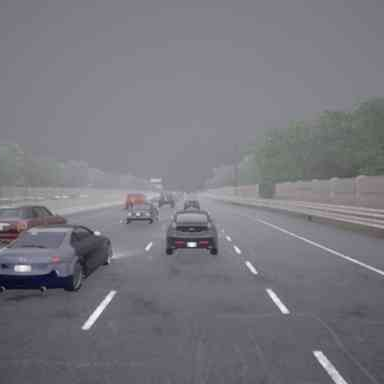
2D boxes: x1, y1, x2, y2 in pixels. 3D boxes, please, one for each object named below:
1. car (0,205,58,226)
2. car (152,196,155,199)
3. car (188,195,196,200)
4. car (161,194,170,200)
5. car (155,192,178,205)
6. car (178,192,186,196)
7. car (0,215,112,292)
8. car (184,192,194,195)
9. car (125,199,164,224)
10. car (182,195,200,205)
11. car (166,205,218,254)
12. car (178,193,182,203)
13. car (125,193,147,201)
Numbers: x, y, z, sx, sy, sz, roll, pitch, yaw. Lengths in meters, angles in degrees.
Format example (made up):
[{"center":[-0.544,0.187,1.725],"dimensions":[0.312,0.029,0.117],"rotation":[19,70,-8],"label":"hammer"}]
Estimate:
[{"center":[-7.008,1.323,14.232],"dimensions":[2.097,1.767,4.553],"rotation":[0,0,0],"label":"car"},{"center":[-7.023,1.419,67.353],"dimensions":[1.994,1.385,4.181],"rotation":[0,0,0],"label":"car"},{"center":[-0.030,1.379,85.524],"dimensions":[1.994,1.385,4.181],"rotation":[0,0,0],"label":"car"},{"center":[-7.032,1.372,89.534],"dimensions":[1.994,1.385,4.181],"rotation":[0,0,0],"label":"car"},{"center":[-3.518,1.112,47.645],"dimensions":[2.150,2.045,5.566],"rotation":[0,0,0],"label":"car"},{"center":[-3.533,1.042,91.587],"dimensions":[2.150,2.045,5.566],"rotation":[0,0,0],"label":"car"},{"center":[-3.503,1.548,8.888],"dimensions":[1.994,1.385,4.181],"rotation":[0,0,0],"label":"car"},{"center":[-0.026,1.347,67.378],"dimensions":[2.128,1.511,4.902],"rotation":[0,0,0],"label":"car"},{"center":[-3.510,1.492,24.188],"dimensions":[2.033,1.411,5.357],"rotation":[0,0,0],"label":"car"},{"center":[-0.015,1.412,40.389],"dimensions":[1.837,1.490,4.892],"rotation":[0,0,0],"label":"car"},{"center":[-0.006,1.480,13.404],"dimensions":[1.837,1.490,4.892],"rotation":[0,0,0],"label":"car"},{"center":[-3.524,1.381,67.367],"dimensions":[1.812,1.442,4.674],"rotation":[0,0,0],"label":"car"},{"center":[-7.017,1.123,42.246],"dimensions":[2.150,2.045,5.566],"rotation":[0,0,0],"label":"car"}]
